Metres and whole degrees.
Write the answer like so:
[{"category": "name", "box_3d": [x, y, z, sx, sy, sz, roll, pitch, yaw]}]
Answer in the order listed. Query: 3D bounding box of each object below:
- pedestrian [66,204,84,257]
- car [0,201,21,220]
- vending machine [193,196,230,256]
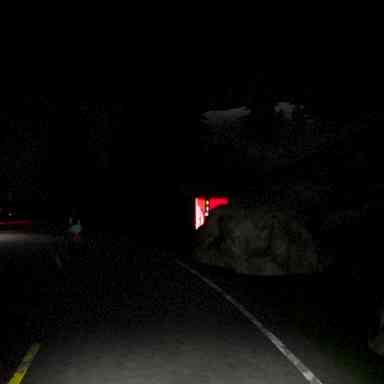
[{"category": "pedestrian", "box_3d": [-4.043, 1.294, 11.503, 0.375, 1.860, 0.375, 0, 0, -27]}, {"category": "car", "box_3d": [-15.339, 1.491, 26.763, 2.128, 1.511, 4.902, 0, 0, -44]}, {"category": "vending machine", "box_3d": [0.727, 1.195, 12.365, 1.100, 2.100, 0.880, 0, 0, -24]}]
